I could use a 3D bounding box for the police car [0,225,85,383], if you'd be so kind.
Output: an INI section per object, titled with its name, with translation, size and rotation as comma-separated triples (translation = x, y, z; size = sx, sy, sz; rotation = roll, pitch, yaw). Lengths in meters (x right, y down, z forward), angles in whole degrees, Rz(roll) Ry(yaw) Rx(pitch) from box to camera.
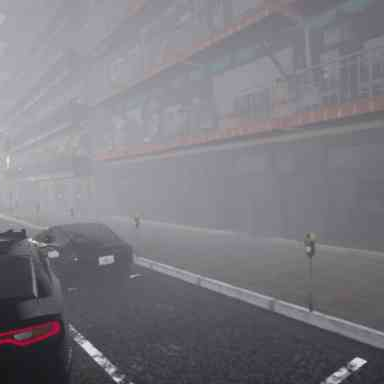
[police car]
translation = -3.009, 1.389, 4.878
size = 1.930, 1.638, 5.238
rotation = -2, 1, -27

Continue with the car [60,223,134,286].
[car]
translation = -3.074, 1.455, 8.581
size = 1.947, 1.339, 4.313
rotation = -3, 2, -38
